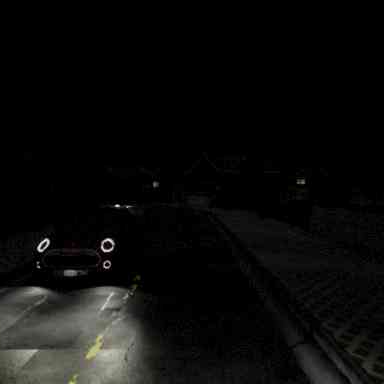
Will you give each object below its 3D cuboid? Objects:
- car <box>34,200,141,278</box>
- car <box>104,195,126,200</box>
[{"bbox_3d":[-2.861,1.294,10.042,2.097,1.767,4.553,0,0,0],"label":"car"},{"bbox_3d":[-11.854,1.189,51.059,1.882,1.535,5.008,0,1,-38],"label":"car"}]
